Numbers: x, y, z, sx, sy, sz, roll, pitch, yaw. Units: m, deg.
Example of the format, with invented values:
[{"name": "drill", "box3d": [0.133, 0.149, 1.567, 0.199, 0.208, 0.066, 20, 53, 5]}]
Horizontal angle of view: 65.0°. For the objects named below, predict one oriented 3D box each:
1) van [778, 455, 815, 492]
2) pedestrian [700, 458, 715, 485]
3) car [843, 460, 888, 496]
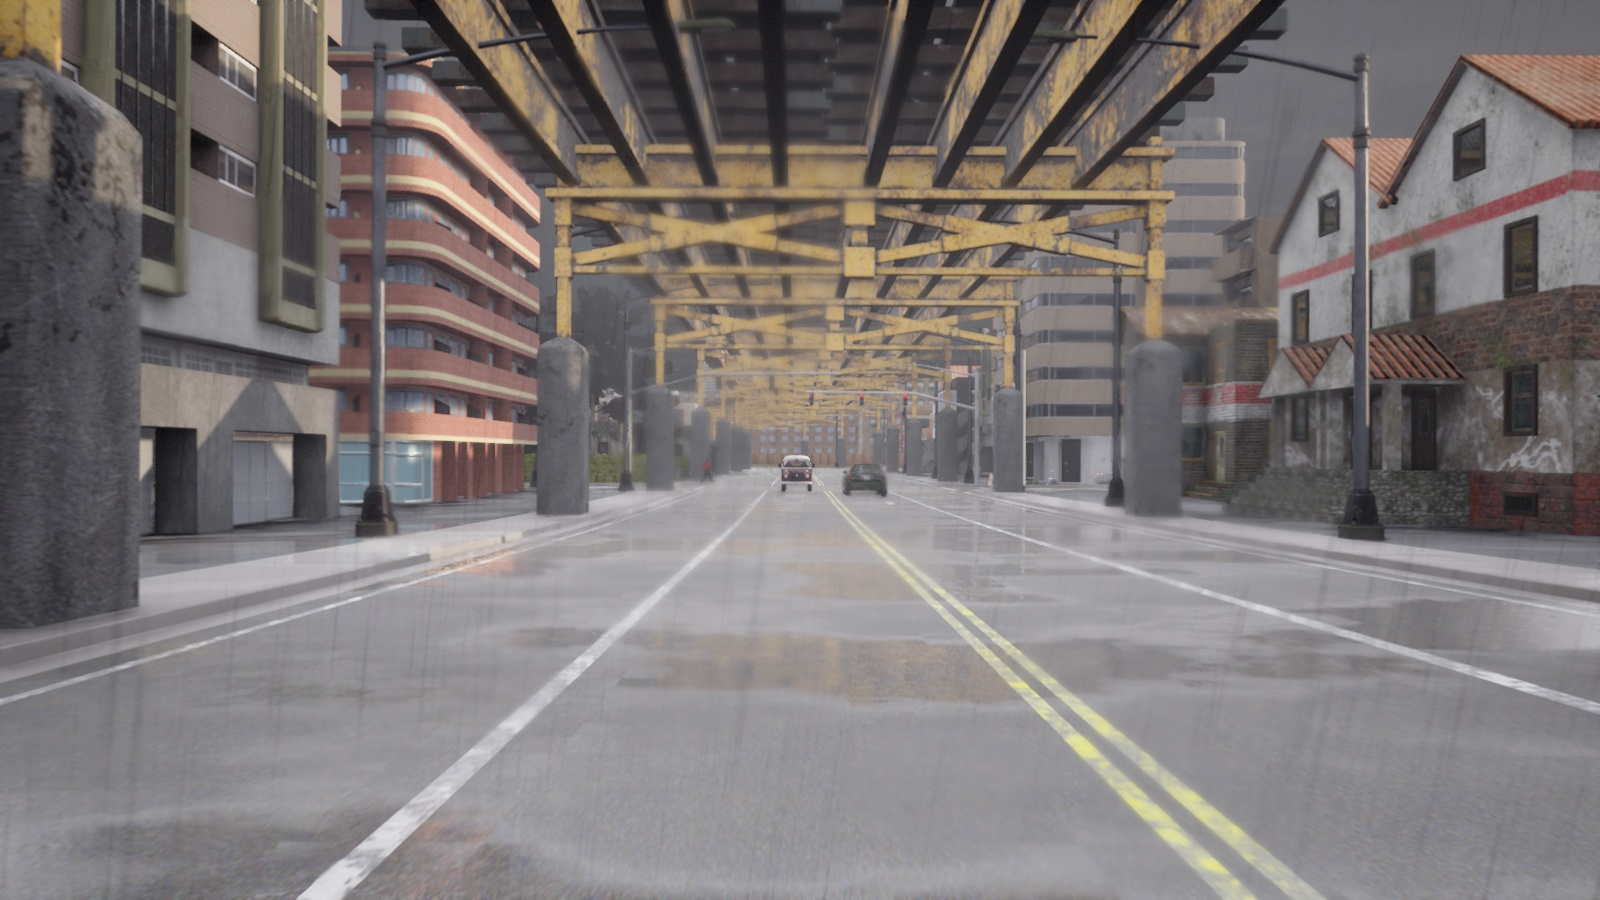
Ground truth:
[{"name": "van", "box3d": [-0.185, 1.341, 72.312, 2.069, 2.038, 4.480, 0, 0, 0]}, {"name": "pedestrian", "box3d": [-6.309, 1.440, 85.879, 0.899, 1.844, 0.634, 0, 0, 9]}, {"name": "car", "box3d": [3.335, 1.421, 64.640, 2.097, 1.767, 4.553, 0, 0, 0]}]
